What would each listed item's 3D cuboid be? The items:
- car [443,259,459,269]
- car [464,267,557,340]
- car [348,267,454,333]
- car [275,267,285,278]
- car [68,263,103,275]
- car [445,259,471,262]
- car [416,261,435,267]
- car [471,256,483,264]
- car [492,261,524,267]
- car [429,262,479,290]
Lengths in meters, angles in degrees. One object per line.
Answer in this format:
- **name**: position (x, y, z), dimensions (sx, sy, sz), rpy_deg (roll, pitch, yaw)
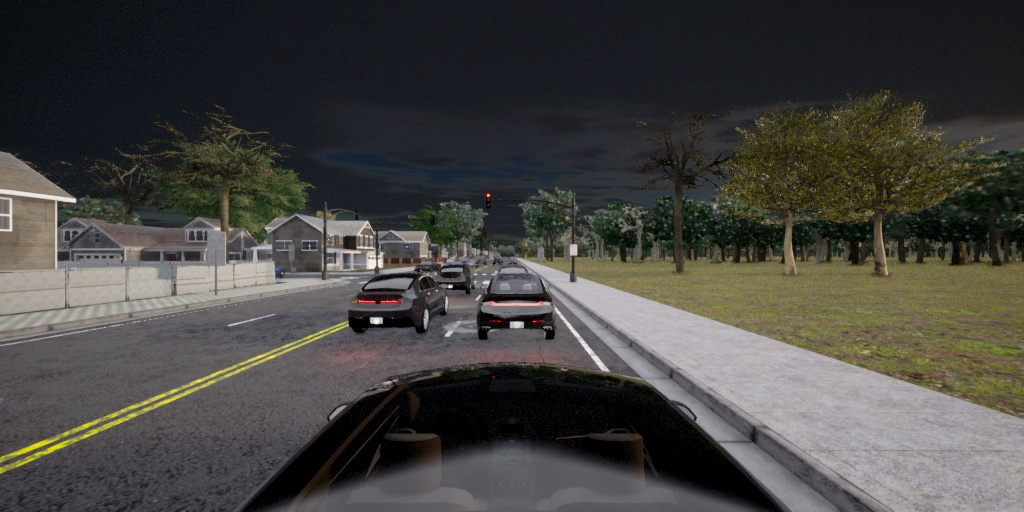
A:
- **car**: position (-9.767, 1.255, 57.589), dimensions (1.812, 1.442, 4.674), rpy_deg (0, 0, 1)
- **car**: position (0.110, 1.241, 9.986), dimensions (2.128, 1.511, 4.902), rpy_deg (0, 0, 0)
- **car**: position (-3.137, 1.254, 10.736), dimensions (1.837, 1.490, 4.892), rpy_deg (0, 0, 0)
- **car**: position (-22.708, 1.257, 31.575), dimensions (5.008, 1.535, 1.882), rpy_deg (0, 0, 0)
- **car**: position (-36.171, 1.328, 31.639), dimensions (4.674, 1.442, 1.812), rpy_deg (0, 0, 0)
- **car**: position (-6.546, 1.290, 42.899), dimensions (2.033, 1.411, 5.357), rpy_deg (0, 0, 0)
- **car**: position (-9.992, 1.290, 42.914), dimensions (2.033, 1.411, 5.357), rpy_deg (0, 0, 5)
- **car**: position (-6.508, 1.219, 58.966), dimensions (2.128, 1.511, 4.902), rpy_deg (0, 0, 0)
- **car**: position (0.052, 1.227, 19.388), dimensions (1.882, 1.535, 5.008), rpy_deg (0, 0, 1)
- **car**: position (-3.114, 1.254, 20.070), dimensions (1.837, 1.490, 4.892), rpy_deg (0, 0, -1)
